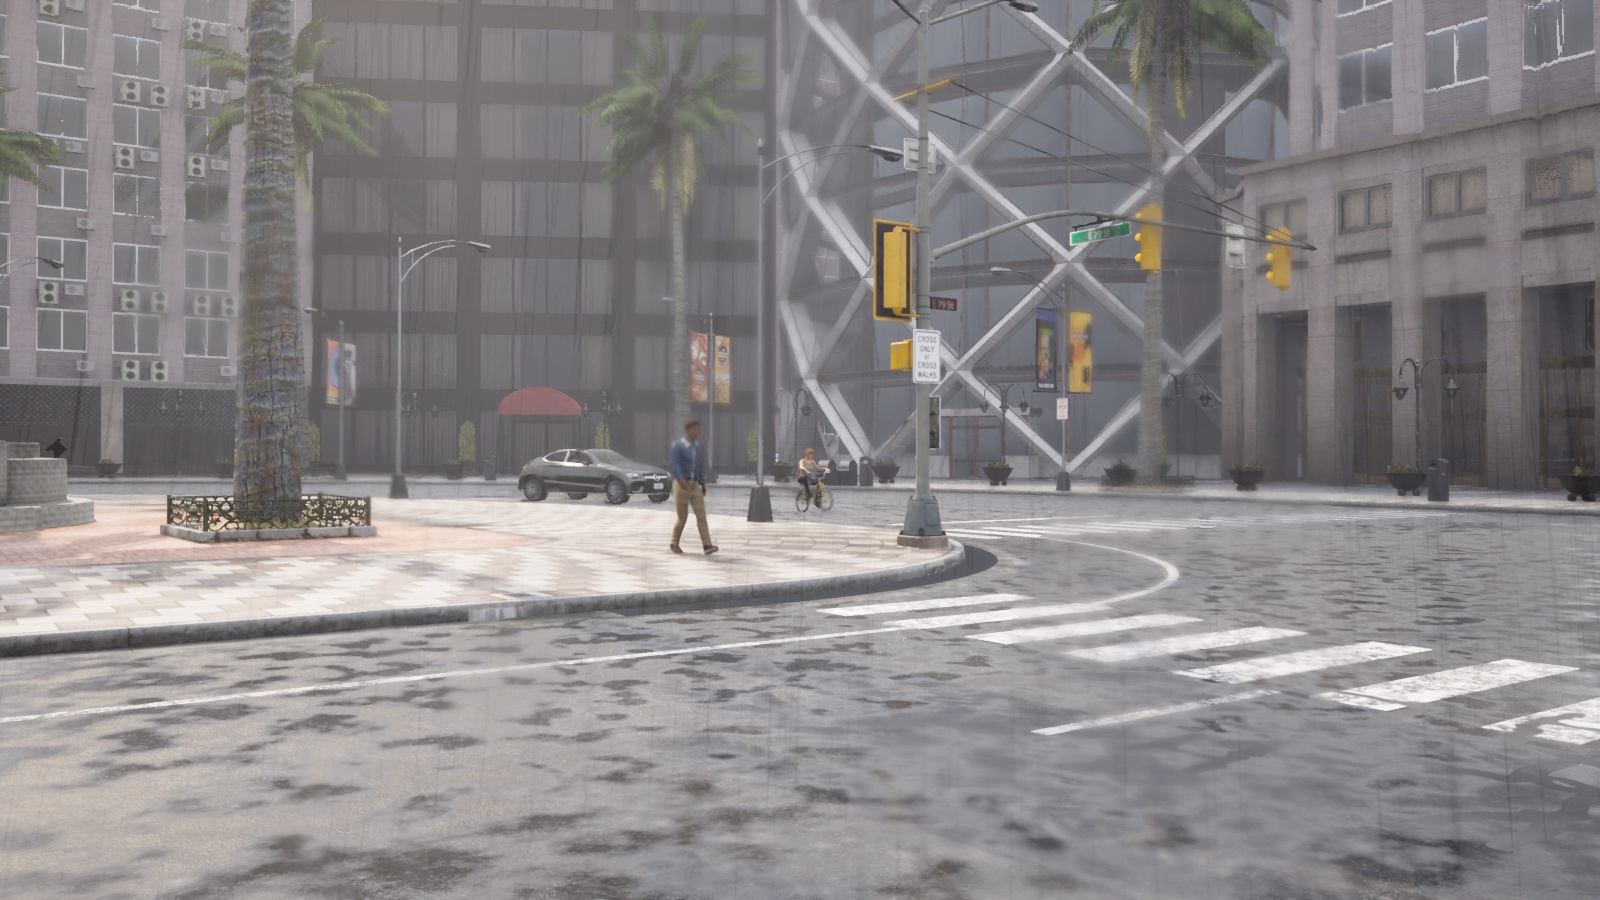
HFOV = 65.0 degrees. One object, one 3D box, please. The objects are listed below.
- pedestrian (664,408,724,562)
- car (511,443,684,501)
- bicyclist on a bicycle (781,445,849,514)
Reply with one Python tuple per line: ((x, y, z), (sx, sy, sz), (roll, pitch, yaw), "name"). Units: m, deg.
((-1.378, 0.444, 16.272), (0.423, 1.949, 0.788), (0, 0, -36), "pedestrian")
((-6.142, 0.629, 37.875), (5.027, 1.651, 2.152), (0, 0, 34), "car")
((0.363, 0.752, 31.257), (0.866, 1.612, 1.509), (0, -5, -37), "bicyclist on a bicycle")
